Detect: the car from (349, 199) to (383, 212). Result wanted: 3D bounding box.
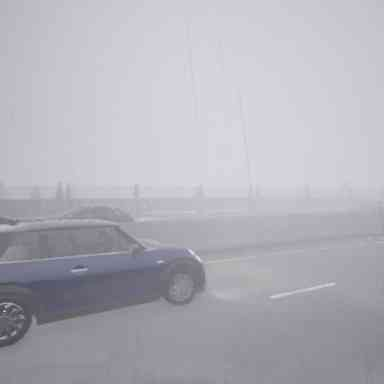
[{"bbox_3d":[17.036,1.421,31.211,4.892,1.490,1.837,0,0,-18],"label":"car"}]

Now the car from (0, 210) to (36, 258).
[{"bbox_3d":[-7.991,1.439,11.028,4.892,1.490,1.837,0,0,-35],"label":"car"}]

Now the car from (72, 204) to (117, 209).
[{"bbox_3d":[-5.379,1.421,16.948,4.892,1.490,1.837,0,0,-32],"label":"car"}]

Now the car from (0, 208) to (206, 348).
[{"bbox_3d":[-1.923,1.319,6.468,4.553,1.767,2.097,0,0,-35],"label":"car"}]
